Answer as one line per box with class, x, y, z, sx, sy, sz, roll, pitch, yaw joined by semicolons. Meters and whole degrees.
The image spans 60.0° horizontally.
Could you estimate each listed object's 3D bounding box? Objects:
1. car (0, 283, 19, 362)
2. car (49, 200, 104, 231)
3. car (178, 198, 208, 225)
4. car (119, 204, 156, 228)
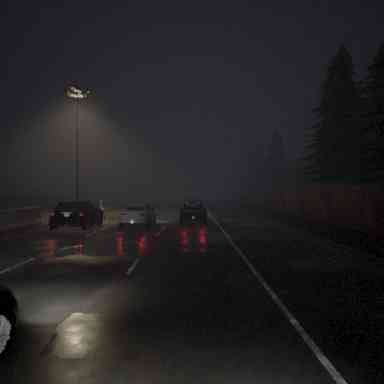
car;-3.400;1.495;2.835;1.837;1.490;4.892;0;0;0
car;-6.906;1.286;20.408;2.097;1.767;4.553;0;0;0
car;0.079;1.415;23.653;2.128;1.511;4.902;0;0;0
car;-3.407;1.457;21.211;1.812;1.442;4.674;0;0;0
